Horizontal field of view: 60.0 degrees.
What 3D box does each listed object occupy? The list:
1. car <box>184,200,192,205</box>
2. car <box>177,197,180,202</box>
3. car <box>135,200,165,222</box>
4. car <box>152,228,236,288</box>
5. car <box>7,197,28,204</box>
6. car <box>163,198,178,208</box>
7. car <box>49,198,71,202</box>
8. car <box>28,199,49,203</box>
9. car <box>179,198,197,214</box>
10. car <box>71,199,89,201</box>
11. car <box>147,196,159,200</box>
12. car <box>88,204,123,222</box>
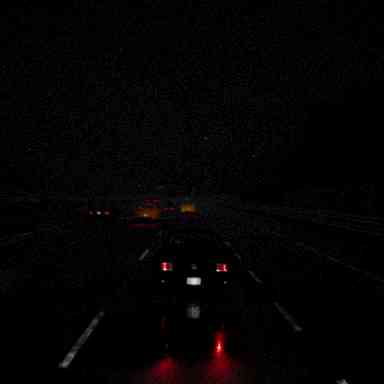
[{"bbox_3d":[-1.086,2.768,90.943,1.895,1.301,4.718,1,-1,-1],"label":"car"},{"bbox_3d":[-4.446,2.443,80.857,1.882,1.535,5.008,1,-1,-1],"label":"car"},{"bbox_3d":[-3.737,1.711,28.973,1.882,1.535,5.008,1,-1,-1],"label":"car"},{"bbox_3d":[0.024,1.696,9.542,1.895,1.301,4.718,1,-1,-1],"label":"car"},{"bbox_3d":[-28.612,1.608,55.124,1.812,1.442,4.674,1,-1,0],"label":"car"},{"bbox_3d":[-4.230,2.341,64.951,1.895,1.301,4.718,1,-1,-1],"label":"car"},{"bbox_3d":[-21.627,1.731,56.022,2.128,1.511,4.902,1,-1,0],"label":"car"},{"bbox_3d":[-25.117,1.766,55.885,1.895,1.301,4.718,1,-1,0],"label":"car"},{"bbox_3d":[-0.411,1.951,41.761,1.882,1.535,5.008,1,-1,-1],"label":"car"},{"bbox_3d":[-18.129,1.912,56.030,1.895,1.301,4.718,1,-1,0],"label":"car"},{"bbox_3d":[-7.722,1.888,64.942,2.150,2.045,5.566,1,-1,-1],"label":"car"},{"bbox_3d":[-7.226,1.696,28.159,2.033,1.411,5.357,1,-1,-1],"label":"car"}]
